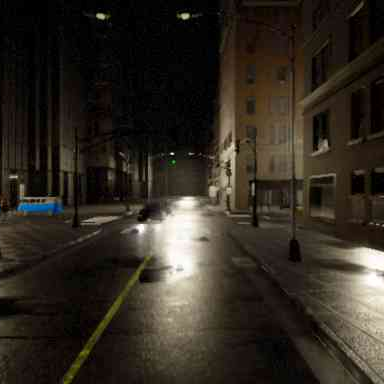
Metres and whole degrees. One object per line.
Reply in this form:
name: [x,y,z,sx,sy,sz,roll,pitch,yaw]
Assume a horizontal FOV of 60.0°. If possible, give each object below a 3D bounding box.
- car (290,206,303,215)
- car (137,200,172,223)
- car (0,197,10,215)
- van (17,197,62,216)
car: [12.127,1.531,32.716,4.829,1.417,1.752,0,0,-1]
car: [-2.993,1.562,25.903,2.033,1.411,5.357,0,0,0]
car: [-20.356,1.364,32.231,5.009,1.841,2.192,0,0,-1]
van: [-14.716,1.391,32.316,3.998,1.788,1.690,0,0,-1]
